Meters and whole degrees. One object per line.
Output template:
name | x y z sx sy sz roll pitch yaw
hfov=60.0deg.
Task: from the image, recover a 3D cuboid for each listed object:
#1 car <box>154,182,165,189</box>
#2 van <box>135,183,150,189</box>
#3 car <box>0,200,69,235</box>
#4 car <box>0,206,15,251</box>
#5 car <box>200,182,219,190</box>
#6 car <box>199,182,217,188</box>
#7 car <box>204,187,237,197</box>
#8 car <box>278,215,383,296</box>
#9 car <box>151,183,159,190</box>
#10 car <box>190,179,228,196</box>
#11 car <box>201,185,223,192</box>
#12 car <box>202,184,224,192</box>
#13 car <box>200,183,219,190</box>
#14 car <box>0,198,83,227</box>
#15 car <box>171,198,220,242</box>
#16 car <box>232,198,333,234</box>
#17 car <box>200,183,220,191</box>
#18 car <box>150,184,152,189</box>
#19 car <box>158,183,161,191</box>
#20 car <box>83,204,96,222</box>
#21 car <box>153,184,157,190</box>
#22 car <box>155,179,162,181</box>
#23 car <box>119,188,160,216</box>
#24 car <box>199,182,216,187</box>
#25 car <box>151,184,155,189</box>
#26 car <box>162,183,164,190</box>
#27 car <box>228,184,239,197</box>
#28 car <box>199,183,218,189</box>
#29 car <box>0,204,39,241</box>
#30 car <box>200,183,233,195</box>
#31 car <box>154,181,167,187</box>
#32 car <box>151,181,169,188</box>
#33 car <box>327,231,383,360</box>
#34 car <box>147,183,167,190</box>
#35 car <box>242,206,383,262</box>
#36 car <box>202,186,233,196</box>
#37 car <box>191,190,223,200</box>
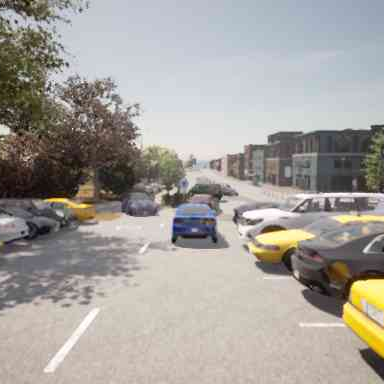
car | -8.789 -0.700 69.737 5.008 1.535 2.097 0 3 0
van | -8.683 -0.237 47.548 4.442 1.987 1.878 1 1 0
car | -8.512 1.284 15.062 4.792 1.488 2.163 0 1 0
car | -8.355 1.333 9.522 5.366 1.575 1.946 0 1 0
car | 4.262 -1.401 81.031 4.553 1.767 2.185 0 3 0
car | 4.330 -1.949 92.171 4.792 1.488 2.163 0 4 0
car | 4.243 -0.048 50.411 4.792 1.488 2.163 0 1 0
car | 4.533 1.378 6.729 4.892 1.521 2.231 0 1 0
car | -8.988 -0.290 58.712 5.366 1.575 1.946 0 2 0
car | 1.395 -0.058 39.709 2.150 2.045 5.566 -4 5 -31
car | 4.317 -0.808 72.695 4.792 1.488 2.163 0 3 0
car | 4.317 -0.834 69.904 4.553 1.767 2.185 0 3 0
car | 4.293 -1.399 83.823 4.674 1.452 2.002 0 4 0
car | -8.573 1.089 17.705 4.553 1.767 2.185 0 1 0
car | 0.099 1.251 15.058 1.882 1.535 5.008 0 1 0
car | 4.567 1.242 17.833 4.792 1.488 2.163 0 1 0
car | 4.260 -1.246 78.255 4.553 1.767 2.185 0 3 0
car | -8.811 -0.033 50.227 4.674 1.452 2.002 0 1 0
car | -8.986 -0.378 61.506 5.366 1.575 1.946 0 2 0
car | -8.537 1.173 20.478 5.008 1.535 2.097 0 1 0
car | -8.833 -0.178 55.922 4.792 1.488 2.163 0 1 0
car | -8.811 -1.851 86.428 5.566 2.045 2.435 0 4 0
car | -4.225 0.882 26.390 2.097 1.767 4.553 -1 3 -22
car | 4.306 -2.134 94.951 4.674 1.452 2.002 0 4 0
car | -8.809 -0.095 53.011 4.674 1.452 2.002 0 1 0
car | -8.791 -0.581 66.950 5.008 1.535 2.097 0 2 0
car | 4.299 0.014 47.627 4.792 1.488 2.163 0 1 0
car | 4.303 -1.611 86.605 5.008 1.535 2.097 0 4 0
car | -8.539 1.335 12.293 4.674 1.452 2.002 0 1 0
car | 4.249 -0.540 58.759 5.566 2.045 2.435 0 2 0
car | -8.601 -1.269 80.875 5.366 1.575 1.946 0 3 0
car | -8.810 -2.093 92.005 4.553 1.767 2.185 0 4 0
car | 4.725 1.415 3.953 5.366 1.575 1.946 0 1 0
car | -8.790 -1.429 83.660 5.008 1.535 2.097 0 3 0
car | 4.353 1.333 9.505 5.366 1.575 1.946 0 1 0
car | 4.281 -0.209 55.974 5.008 1.535 2.097 0 2 0
car | 0.961 0.939 27.322 1.882 1.535 5.008 1 4 14
